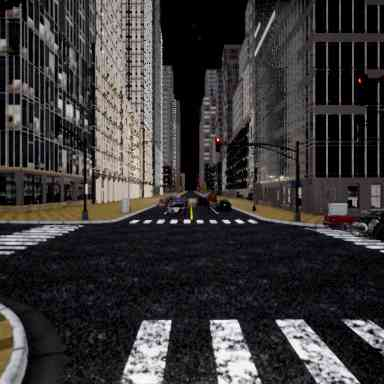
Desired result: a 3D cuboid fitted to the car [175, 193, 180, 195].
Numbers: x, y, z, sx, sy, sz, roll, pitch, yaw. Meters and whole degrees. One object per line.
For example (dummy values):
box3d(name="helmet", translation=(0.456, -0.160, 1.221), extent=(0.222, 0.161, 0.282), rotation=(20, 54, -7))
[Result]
box3d(name="car", translation=(-4.177, 1.418, 74.960), extent=(1.967, 1.590, 4.097), rotation=(0, 0, 0))

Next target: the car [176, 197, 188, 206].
box3d(name="car", translation=(-1.608, 1.599, 56.528), extent=(1.895, 1.301, 4.718), rotation=(0, 0, 0))

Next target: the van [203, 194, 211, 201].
box3d(name="van", translation=(3.677, 1.313, 80.524), extent=(1.690, 1.788, 3.998), rotation=(0, 0, 0))

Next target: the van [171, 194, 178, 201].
box3d(name="van", translation=(-4.203, 1.313, 80.487), extent=(1.690, 1.788, 3.998), rotation=(0, 0, 0))

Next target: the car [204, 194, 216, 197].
box3d(name="car", translation=(3.755, 1.306, 63.940), extent=(2.192, 1.841, 5.009), rotation=(0, 0, 0))

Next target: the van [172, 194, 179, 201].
box3d(name="van", translation=(-4.229, 1.306, 86.014), extent=(1.690, 1.788, 3.998), rotation=(0, 0, 0))

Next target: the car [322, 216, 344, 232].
box3d(name="car", translation=(10.684, 1.815, 20.656), extent=(4.718, 1.301, 1.895), rotation=(1, 0, 1))

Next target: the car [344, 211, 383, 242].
box3d(name="car", translation=(10.741, 1.569, 17.189), extent=(4.553, 1.767, 2.097), rotation=(1, 0, -3))

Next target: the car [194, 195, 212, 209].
box3d(name="car", translation=(1.376, 1.512, 45.068), extent=(1.837, 1.490, 4.892), rotation=(0, 0, 0))

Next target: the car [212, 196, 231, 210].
box3d(name="car", translation=(3.907, 1.575, 41.832), extent=(1.947, 1.339, 4.313), rotation=(0, 0, 0))

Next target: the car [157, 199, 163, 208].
box3d(name="car", translation=(-4.048, 1.588, 47.321), extent=(1.802, 1.307, 4.206), rotation=(0, 0, 0))

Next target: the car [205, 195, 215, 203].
box3d(name="car", translation=(3.729, 1.425, 69.469), extent=(1.967, 1.590, 4.097), rotation=(0, 0, 0))

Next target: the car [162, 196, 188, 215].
box3d(name="car", translation=(-1.527, 1.505, 33.766), extent=(2.128, 1.511, 4.902), rotation=(0, 0, -1))
